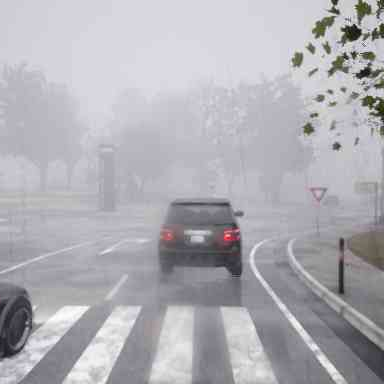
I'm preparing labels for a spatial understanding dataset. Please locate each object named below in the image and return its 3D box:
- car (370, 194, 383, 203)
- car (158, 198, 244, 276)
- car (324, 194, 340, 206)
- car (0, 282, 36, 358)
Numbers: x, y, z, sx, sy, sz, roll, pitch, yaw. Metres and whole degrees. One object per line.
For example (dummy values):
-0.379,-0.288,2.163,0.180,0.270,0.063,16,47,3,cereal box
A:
30.254,1.037,52.707,5.008,1.535,1.882,2,1,-35,car
0.432,1.182,10.436,2.150,2.045,5.566,0,0,6,car
19.471,1.019,46.268,2.128,1.511,4.902,1,2,27,car
-3.381,1.556,3.380,1.994,1.385,4.181,0,0,1,car
